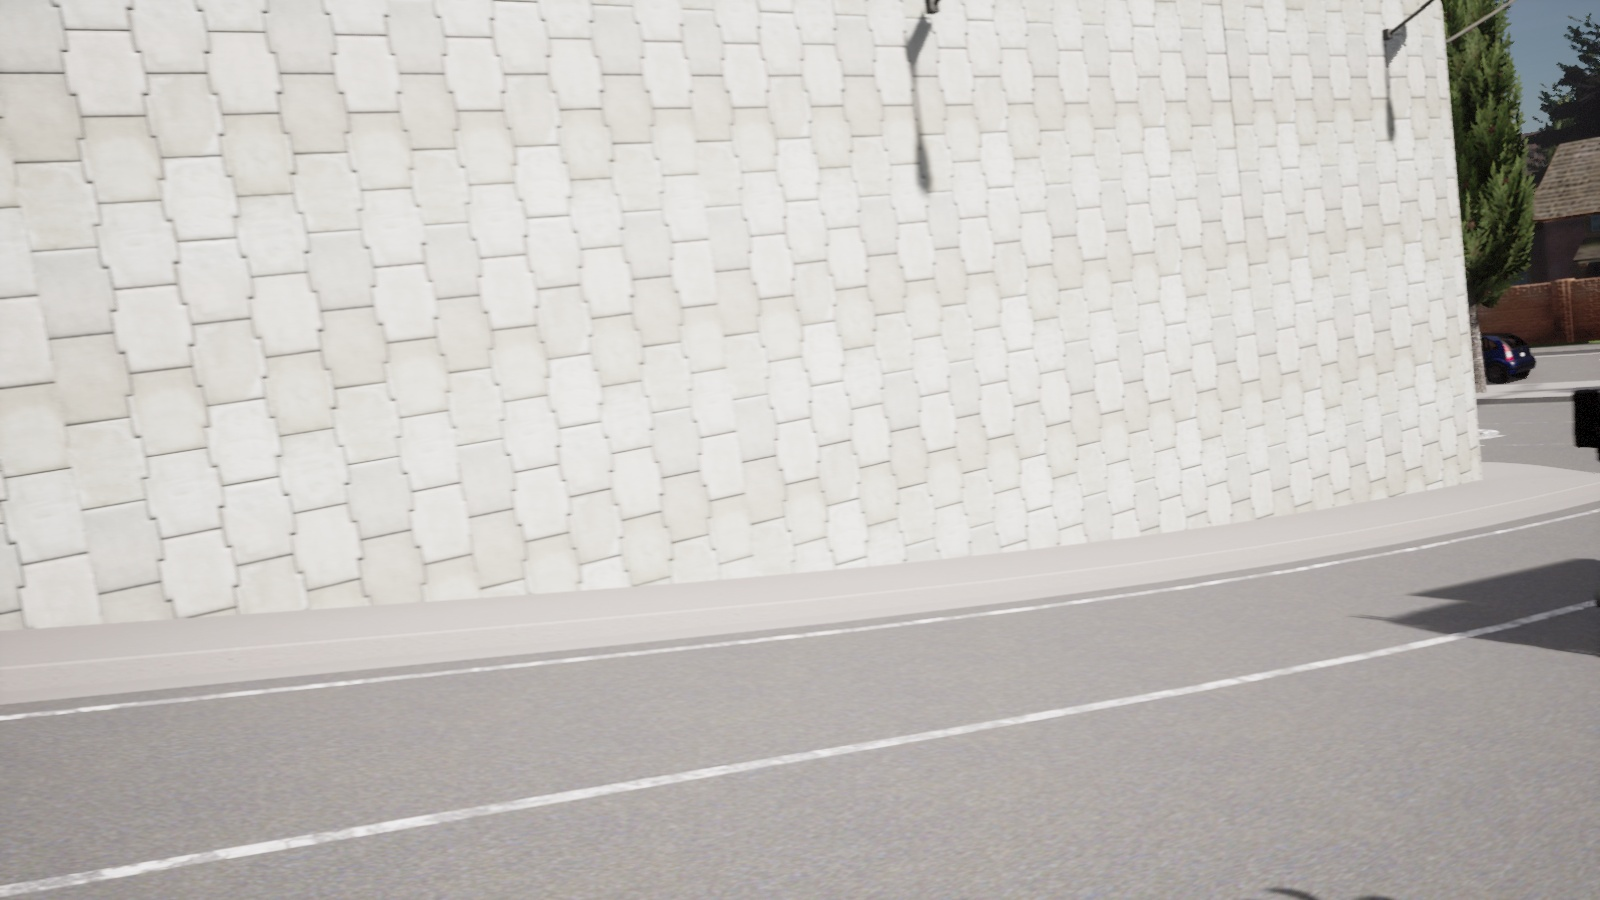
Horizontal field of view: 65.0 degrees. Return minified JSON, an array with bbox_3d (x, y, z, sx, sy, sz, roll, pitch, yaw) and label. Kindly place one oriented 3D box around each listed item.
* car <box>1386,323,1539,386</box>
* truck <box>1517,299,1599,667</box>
[{"bbox_3d":[22.062,-3.164,41.909,1.851,1.617,3.988,-12,7,-35],"label":"car"},{"bbox_3d":[7.945,0.073,9.192,5.204,2.467,2.627,-4,2,-35],"label":"truck"}]
